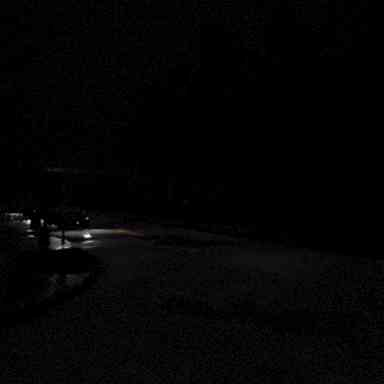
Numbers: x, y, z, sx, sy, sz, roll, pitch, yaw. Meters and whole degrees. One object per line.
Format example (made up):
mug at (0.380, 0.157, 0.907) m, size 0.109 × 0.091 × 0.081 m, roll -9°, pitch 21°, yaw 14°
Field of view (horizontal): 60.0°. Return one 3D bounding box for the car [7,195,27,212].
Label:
car at (-21.319, 1.354, 40.814) m, size 2.150 × 2.045 × 5.566 m, roll 1°, pitch 0°, yaw -34°

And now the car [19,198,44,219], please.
car at (-14.348, 1.620, 30.826) m, size 1.837 × 1.490 × 4.892 m, roll 1°, pitch 0°, yaw -35°

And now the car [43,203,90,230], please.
car at (-8.351, 1.623, 22.295) m, size 1.812 × 1.442 × 4.674 m, roll 1°, pitch 0°, yaw -35°
